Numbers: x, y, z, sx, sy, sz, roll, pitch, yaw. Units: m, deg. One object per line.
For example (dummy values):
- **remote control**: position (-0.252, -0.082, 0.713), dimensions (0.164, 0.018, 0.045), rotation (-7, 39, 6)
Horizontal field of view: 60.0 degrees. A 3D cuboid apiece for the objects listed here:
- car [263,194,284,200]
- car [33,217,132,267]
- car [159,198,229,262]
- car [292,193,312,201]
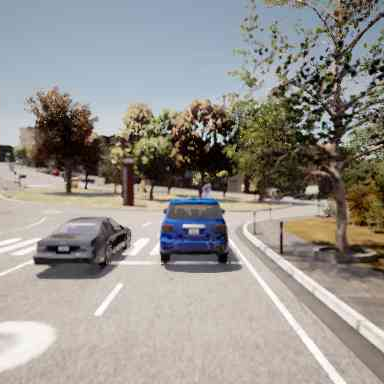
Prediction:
- **car**: position (16.053, 0.769, 66.281), dimensions (2.033, 1.411, 5.357), rotation (-1, 2, -23)
- **car**: position (-3.427, 1.557, 11.426), dimensions (2.033, 1.411, 5.357), rotation (0, 0, 0)
- **car**: position (0.080, 1.228, 12.249), dimensions (2.150, 2.045, 5.566), rotation (0, 0, 0)
- **car**: position (20.649, 0.821, 62.590), dimensions (2.128, 1.511, 4.902), rotation (0, 2, -15)
